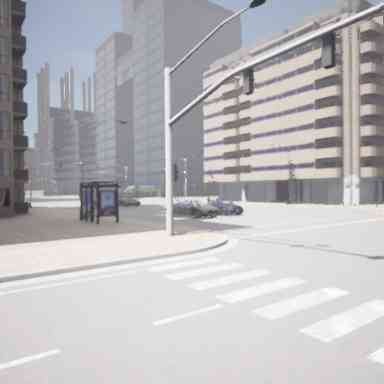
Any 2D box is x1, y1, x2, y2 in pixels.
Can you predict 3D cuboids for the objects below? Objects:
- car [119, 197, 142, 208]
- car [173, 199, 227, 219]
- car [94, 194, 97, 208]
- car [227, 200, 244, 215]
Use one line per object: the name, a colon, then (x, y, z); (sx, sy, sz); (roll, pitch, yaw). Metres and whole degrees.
car: (-8.860, 1.340, 45.539); (2.033, 1.411, 5.357); (-1, 1, -36)
car: (0.107, 1.384, 27.271); (2.033, 1.411, 5.357); (-1, 1, -36)
car: (-12.305, 1.349, 44.331); (1.837, 1.490, 4.892); (-1, 0, -36)
car: (2.677, 1.352, 29.686); (1.994, 1.385, 4.181); (-1, 1, -36)
